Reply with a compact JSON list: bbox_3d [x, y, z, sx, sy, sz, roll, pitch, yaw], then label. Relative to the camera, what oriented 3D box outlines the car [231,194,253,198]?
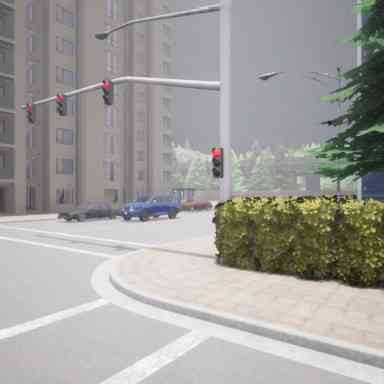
[{"bbox_3d":[5.306,1.220,38.623,2.150,2.045,5.566,0,0,37],"label":"car"}]

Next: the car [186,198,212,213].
[{"bbox_3d":[0.295,1.478,37.733,1.882,1.535,5.008,0,0,37],"label":"car"}]

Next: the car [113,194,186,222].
[{"bbox_3d":[-3.282,1.221,26.957,2.150,2.045,5.566,0,0,36],"label":"car"}]

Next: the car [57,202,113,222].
[{"bbox_3d":[-7.904,1.547,26.571,2.033,1.411,5.357,0,0,36],"label":"car"}]
